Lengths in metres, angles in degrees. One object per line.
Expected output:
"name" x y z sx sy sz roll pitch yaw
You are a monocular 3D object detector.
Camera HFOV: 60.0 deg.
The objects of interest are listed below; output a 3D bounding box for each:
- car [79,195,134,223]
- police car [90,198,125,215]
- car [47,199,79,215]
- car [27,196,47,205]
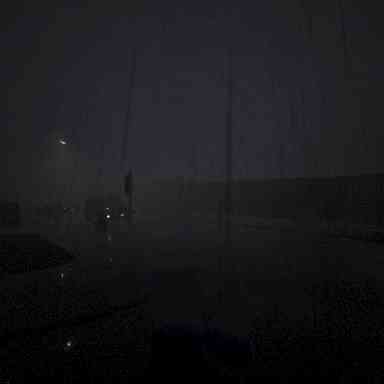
"car" -6.380 1.221 25.048 2.150 2.045 5.566 0 0 -36
"police car" -9.331 1.509 36.245 2.038 1.542 4.974 0 0 -36
"car" -13.026 1.492 34.376 2.128 1.511 4.902 0 0 -35
"car" -21.488 1.351 46.357 2.097 1.767 4.553 0 0 -35
